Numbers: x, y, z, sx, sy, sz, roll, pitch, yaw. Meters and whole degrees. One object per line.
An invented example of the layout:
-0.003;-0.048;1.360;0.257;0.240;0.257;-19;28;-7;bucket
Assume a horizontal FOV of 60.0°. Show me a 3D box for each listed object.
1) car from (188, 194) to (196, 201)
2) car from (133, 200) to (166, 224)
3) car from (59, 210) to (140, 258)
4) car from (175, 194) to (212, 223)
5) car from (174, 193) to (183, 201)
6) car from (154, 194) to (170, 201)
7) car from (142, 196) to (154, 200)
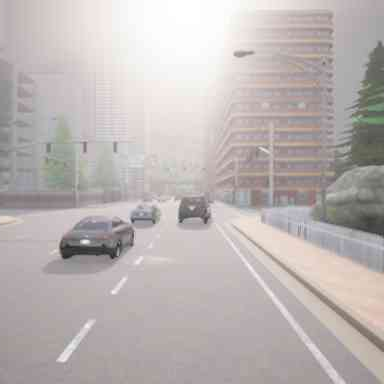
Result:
-0.026;1.561;90.092;2.097;1.767;4.553;0;0;0;car
-3.486;1.607;25.503;2.033;1.411;5.357;0;0;1;car
-3.456;1.595;12.830;1.994;1.385;4.181;0;0;0;car
0.327;1.284;26.335;2.150;2.045;5.566;0;0;7;car
-3.525;1.429;89.589;2.150;2.045;5.566;0;0;0;car
-7.022;1.707;77.778;2.128;1.511;4.902;0;0;0;car
-10.522;1.777;77.745;1.895;1.301;4.718;0;0;0;car
